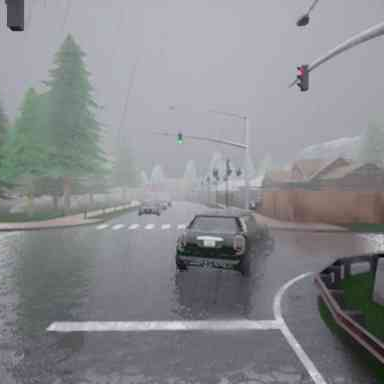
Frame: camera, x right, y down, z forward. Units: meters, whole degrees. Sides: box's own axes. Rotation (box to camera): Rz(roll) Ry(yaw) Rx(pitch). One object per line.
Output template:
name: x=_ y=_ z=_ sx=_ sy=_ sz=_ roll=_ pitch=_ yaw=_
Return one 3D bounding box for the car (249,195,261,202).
car: x=8.831 y=1.236 z=37.524 sx=4.605 sy=1.855 sz=1.932 roll=0 pitch=0 yaw=-1

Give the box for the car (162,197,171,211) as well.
car: x=-4.144 y=1.674 z=42.352 sx=1.895 sy=1.301 sz=4.718 roll=0 pitch=0 yaw=0

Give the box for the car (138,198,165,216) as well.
car: x=-4.066 y=1.613 z=32.497 sx=1.994 sy=1.385 sz=4.181 roll=0 pitch=0 yaw=0

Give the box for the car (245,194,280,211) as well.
car: x=8.415 y=1.244 z=40.034 sx=3.866 sy=1.878 sz=1.905 roll=0 pitch=0 yaw=-1

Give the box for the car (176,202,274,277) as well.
car: x=1.231 y=1.369 z=10.726 sx=2.097 sy=1.767 sz=4.553 roll=1 pitch=0 yaw=21
